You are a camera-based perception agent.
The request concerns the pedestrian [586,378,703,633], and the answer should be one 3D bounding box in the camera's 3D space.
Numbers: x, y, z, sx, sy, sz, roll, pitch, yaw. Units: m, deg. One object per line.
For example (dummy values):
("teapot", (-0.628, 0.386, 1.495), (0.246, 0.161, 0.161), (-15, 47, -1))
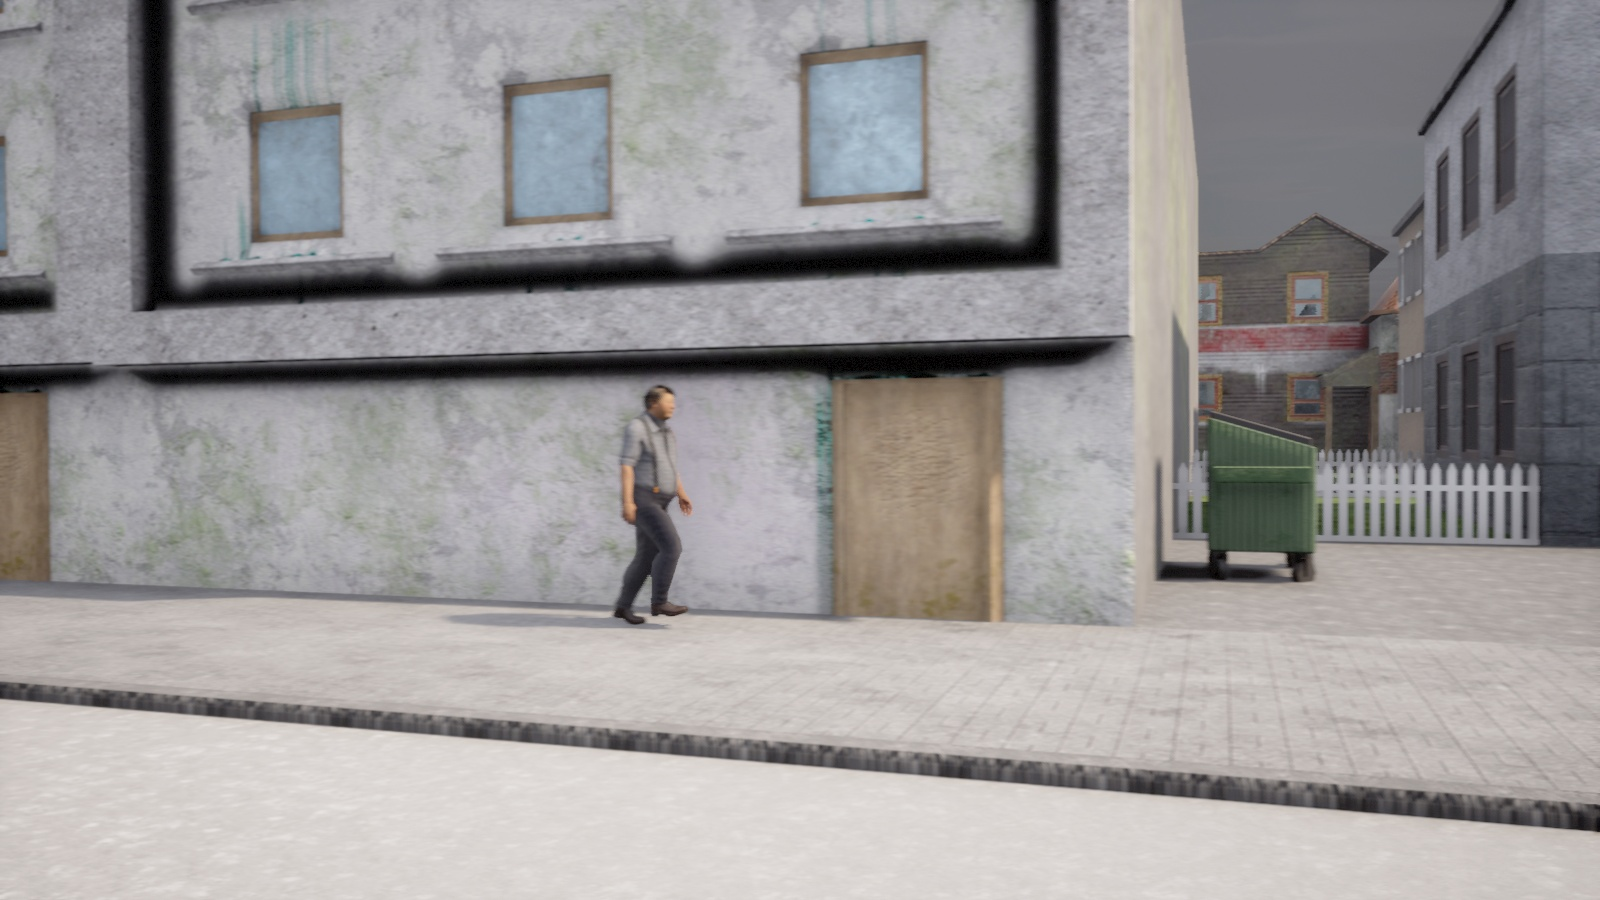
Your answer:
("pedestrian", (-1.168, 0.394, 9.477), (0.694, 1.848, 0.540), (0, 1, 24))
